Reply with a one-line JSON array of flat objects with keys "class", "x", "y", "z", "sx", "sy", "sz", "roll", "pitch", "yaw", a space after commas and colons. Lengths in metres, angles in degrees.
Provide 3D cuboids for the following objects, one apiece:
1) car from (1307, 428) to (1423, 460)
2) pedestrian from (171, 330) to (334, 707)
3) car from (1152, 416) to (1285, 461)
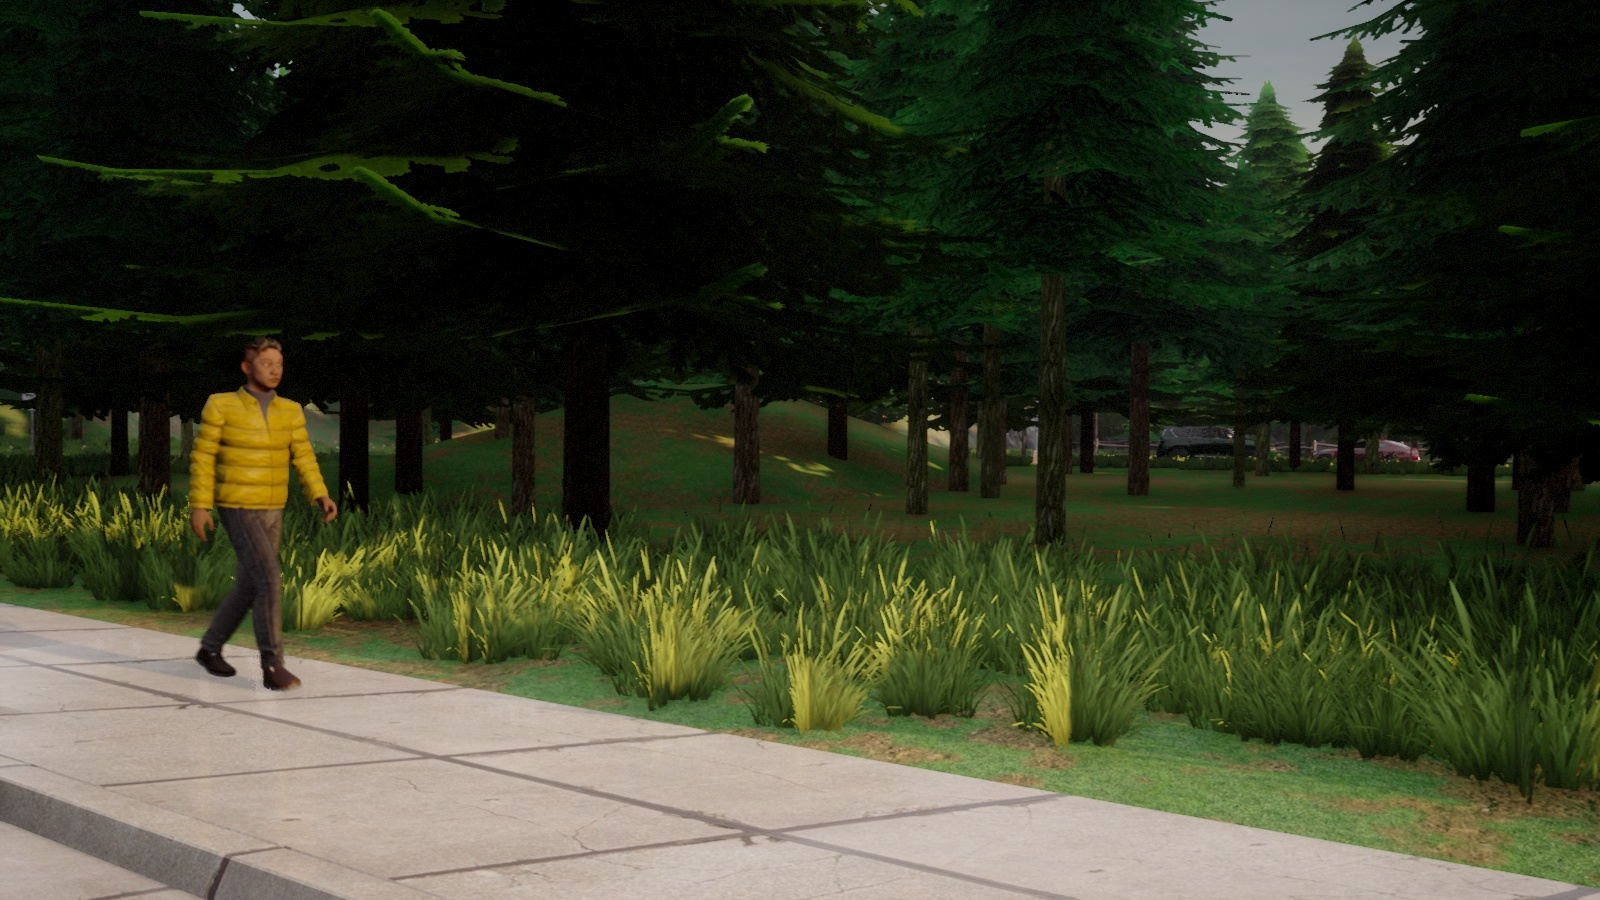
[{"class": "car", "x": 26.395, "y": -0.280, "z": 58.707, "sx": 4.674, "sy": 1.442, "sz": 1.812, "roll": 0, "pitch": 1, "yaw": 35}, {"class": "pedestrian", "x": -2.838, "y": 0.332, "z": 6.503, "sx": 0.709, "sy": 1.840, "sz": 0.431, "roll": 0, "pitch": 1, "yaw": 33}, {"class": "car", "x": 19.684, "y": -0.529, "z": 59.110, "sx": 5.566, "sy": 2.045, "sz": 2.150, "roll": 0, "pitch": 1, "yaw": 34}]
